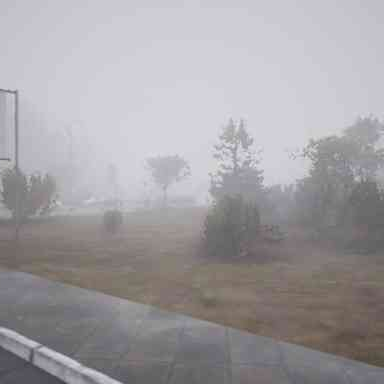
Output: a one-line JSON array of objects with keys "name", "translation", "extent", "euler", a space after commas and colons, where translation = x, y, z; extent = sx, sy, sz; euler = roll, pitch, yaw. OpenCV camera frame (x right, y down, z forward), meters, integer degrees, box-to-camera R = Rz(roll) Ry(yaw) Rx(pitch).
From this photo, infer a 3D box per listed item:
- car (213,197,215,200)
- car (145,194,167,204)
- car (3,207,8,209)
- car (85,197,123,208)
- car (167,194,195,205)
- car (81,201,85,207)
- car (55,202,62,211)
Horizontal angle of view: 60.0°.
[{"name": "car", "translation": [5.772, 1.164, 65.214], "extent": [1.895, 1.301, 4.718], "euler": [0, 1, 32]}, {"name": "car", "translation": [-5.808, 1.207, 55.265], "extent": [2.097, 1.767, 4.553], "euler": [0, 1, 39]}, {"name": "car", "translation": [-20.760, 1.578, 42.129], "extent": [2.033, 1.411, 5.357], "euler": [0, 0, 39]}, {"name": "car", "translation": [-12.142, 1.455, 47.324], "extent": [1.882, 1.535, 5.008], "euler": [0, 1, 39]}, {"name": "car", "translation": [-1.470, 1.164, 54.898], "extent": [2.097, 1.767, 4.553], "euler": [0, 1, 38]}, {"name": "car", "translation": [-14.466, 1.501, 50.032], "extent": [1.812, 1.442, 4.674], "euler": [0, 0, 39]}, {"name": "car", "translation": [-17.982, 1.553, 39.997], "extent": [1.812, 1.442, 4.674], "euler": [0, 0, 39]}]
